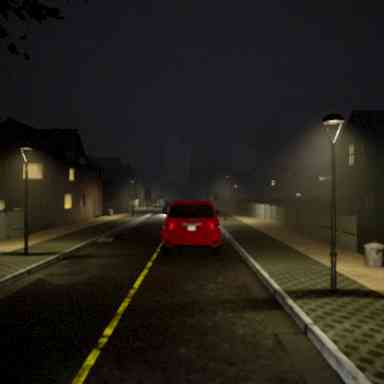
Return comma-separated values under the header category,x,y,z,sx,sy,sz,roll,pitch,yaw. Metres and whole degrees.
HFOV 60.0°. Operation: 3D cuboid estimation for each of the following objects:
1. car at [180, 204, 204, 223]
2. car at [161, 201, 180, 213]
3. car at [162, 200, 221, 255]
category,x,y,z,sx,sy,sz,roll,pitch,yaw
car,-0.012,1.845,29.298,1.994,1.385,4.181,0,0,0
car,-2.779,1.911,43.447,2.128,1.511,4.902,0,-1,0
car,-0.007,1.350,14.011,2.150,2.045,5.566,0,0,0
